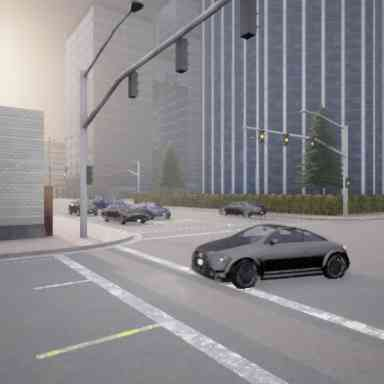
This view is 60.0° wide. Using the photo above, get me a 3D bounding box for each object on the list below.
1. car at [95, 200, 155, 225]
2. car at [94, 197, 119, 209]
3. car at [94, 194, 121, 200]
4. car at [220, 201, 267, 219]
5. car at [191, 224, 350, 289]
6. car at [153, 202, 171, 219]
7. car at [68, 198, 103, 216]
[{"bbox_3d":[-5.237,1.603,25.285,2.033,1.411,5.357,0,0,-36],"label":"car"},{"bbox_3d":[-12.202,1.560,47.301,1.837,1.490,4.892,0,0,-36],"label":"car"},{"bbox_3d":[-9.309,1.277,36.969,2.150,2.045,5.566,0,0,-36],"label":"car"},{"bbox_3d":[4.512,1.547,30.056,2.128,1.511,4.902,0,0,-36],"label":"car"},{"bbox_3d":[2.096,1.582,9.016,4.181,1.385,1.994,0,0,-19],"label":"car"},{"bbox_3d":[-3.644,1.581,29.099,1.812,1.442,4.674,0,0,-36],"label":"car"},{"bbox_3d":[-10.910,1.560,33.192,1.837,1.490,4.892,0,0,-36],"label":"car"}]
